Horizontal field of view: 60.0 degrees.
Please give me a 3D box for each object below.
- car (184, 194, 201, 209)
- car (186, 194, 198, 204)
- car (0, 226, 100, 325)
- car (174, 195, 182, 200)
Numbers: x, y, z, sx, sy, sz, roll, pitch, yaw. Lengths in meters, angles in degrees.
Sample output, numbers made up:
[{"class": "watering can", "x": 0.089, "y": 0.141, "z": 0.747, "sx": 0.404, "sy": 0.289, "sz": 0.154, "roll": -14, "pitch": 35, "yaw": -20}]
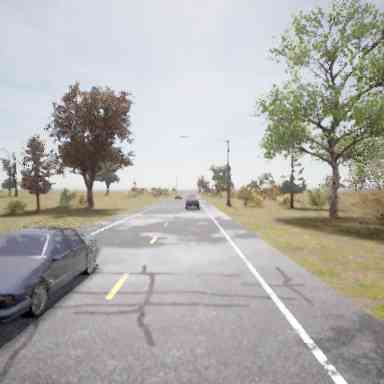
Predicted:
[{"class": "car", "x": 0.065, "y": 1.398, "z": 44.354, "sx": 1.837, "sy": 1.490, "sz": 4.892, "roll": 0, "pitch": 0, "yaw": 0}, {"class": "car", "x": 0.047, "y": 1.199, "z": 62.564, "sx": 2.097, "sy": 1.767, "sz": 4.553, "roll": 0, "pitch": 0, "yaw": 0}, {"class": "car", "x": -3.606, "y": 1.530, "z": 7.594, "sx": 2.033, "sy": 1.411, "sz": 5.357, "roll": 0, "pitch": 0, "yaw": 0}, {"class": "car", "x": -3.571, "y": 1.379, "z": 86.669, "sx": 1.895, "sy": 1.301, "sz": 4.718, "roll": 0, "pitch": 0, "yaw": 0}]
